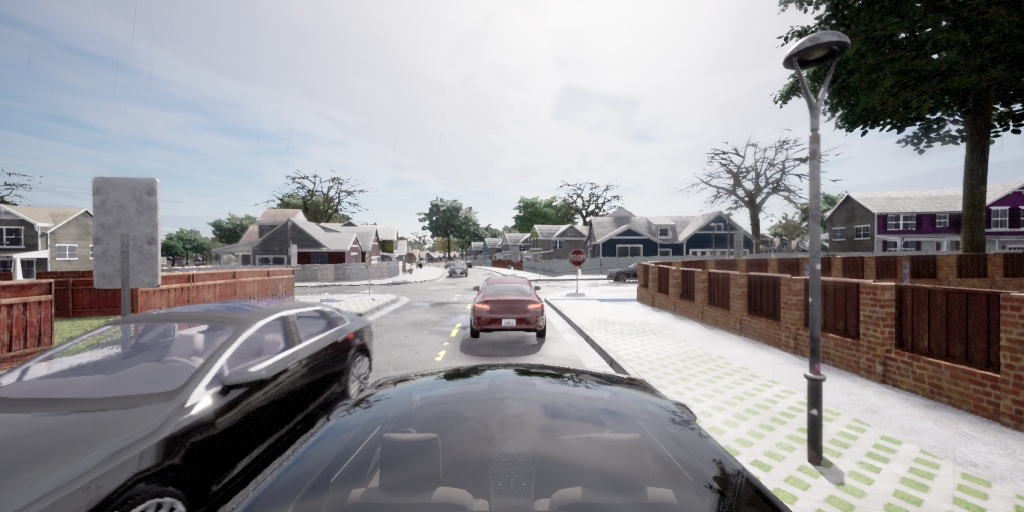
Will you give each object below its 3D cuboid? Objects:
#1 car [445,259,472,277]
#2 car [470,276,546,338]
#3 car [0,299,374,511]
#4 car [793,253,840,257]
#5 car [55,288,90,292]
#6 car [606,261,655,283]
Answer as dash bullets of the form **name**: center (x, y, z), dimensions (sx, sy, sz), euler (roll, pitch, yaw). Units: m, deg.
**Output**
- **car**: center (-5.518, 1.352, 37.111), dimensions (2.128, 1.511, 4.902), euler (0, 0, -8)
- **car**: center (-0.133, 1.280, 10.065), dimensions (1.812, 1.442, 4.674), euler (0, 0, -2)
- **car**: center (-2.913, 1.241, 3.372), dimensions (2.128, 1.511, 4.902), euler (0, 0, -1)
- **car**: center (19.621, 0.649, 23.994), dimensions (4.553, 1.767, 2.097), euler (-1, 0, 6)
- **car**: center (-25.007, 1.940, 19.434), dimensions (4.718, 1.301, 1.895), euler (-1, 1, -11)
- **car**: center (8.920, 1.052, 24.754), dimensions (4.674, 1.442, 1.812), euler (-1, 1, 3)
